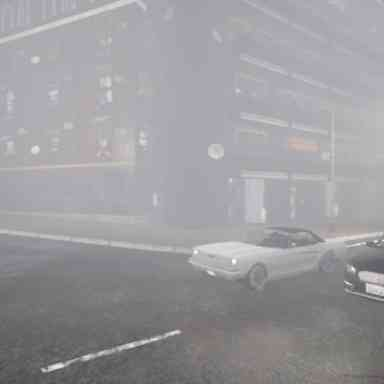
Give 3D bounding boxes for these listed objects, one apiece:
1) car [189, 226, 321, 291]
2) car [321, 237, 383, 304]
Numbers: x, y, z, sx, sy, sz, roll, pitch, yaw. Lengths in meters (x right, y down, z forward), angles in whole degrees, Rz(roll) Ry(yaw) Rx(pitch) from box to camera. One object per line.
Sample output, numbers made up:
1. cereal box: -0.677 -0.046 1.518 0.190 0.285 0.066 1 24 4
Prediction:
1. car: 2.251 1.672 9.368 4.718 1.301 1.895 1 0 -36
2. car: 5.397 1.578 7.654 4.902 1.511 2.128 1 0 -36
